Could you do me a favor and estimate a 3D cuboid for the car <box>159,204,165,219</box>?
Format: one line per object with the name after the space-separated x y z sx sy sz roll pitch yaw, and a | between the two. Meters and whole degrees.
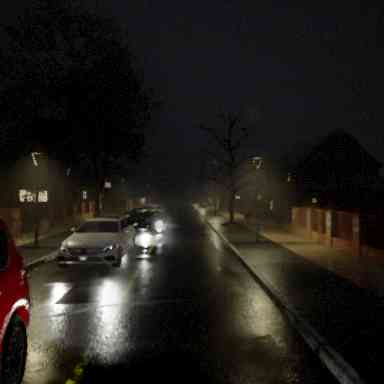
-3.593 1.851 31.684 1.895 1.301 4.718 0 0 -1 | car

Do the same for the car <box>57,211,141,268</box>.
-3.127 1.624 11.774 1.812 1.442 4.674 0 0 -1 | car

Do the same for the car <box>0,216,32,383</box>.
-2.687 1.242 1.998 2.150 2.045 5.566 0 0 -11 | car

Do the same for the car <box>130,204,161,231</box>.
-3.373 1.738 21.741 1.994 1.385 4.181 0 0 -1 | car
